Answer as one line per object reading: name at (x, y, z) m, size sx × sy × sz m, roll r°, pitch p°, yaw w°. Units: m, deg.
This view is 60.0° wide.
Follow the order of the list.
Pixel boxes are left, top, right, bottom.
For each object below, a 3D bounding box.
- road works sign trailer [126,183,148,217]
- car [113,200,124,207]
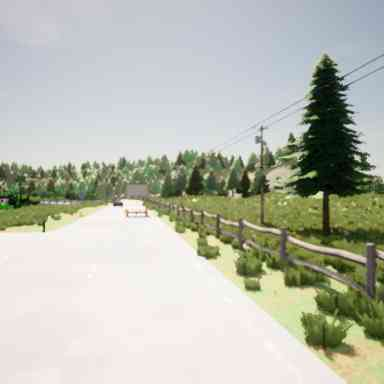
road works sign trailer at (-5.940, 0.843, 35.849) m, size 2.380 × 3.560 × 2.880 m, roll 0°, pitch -1°, yaw -10°
car at (-14.254, 2.279, 64.301) m, size 1.895 × 1.301 × 4.718 m, roll 0°, pitch -1°, yaw -10°
